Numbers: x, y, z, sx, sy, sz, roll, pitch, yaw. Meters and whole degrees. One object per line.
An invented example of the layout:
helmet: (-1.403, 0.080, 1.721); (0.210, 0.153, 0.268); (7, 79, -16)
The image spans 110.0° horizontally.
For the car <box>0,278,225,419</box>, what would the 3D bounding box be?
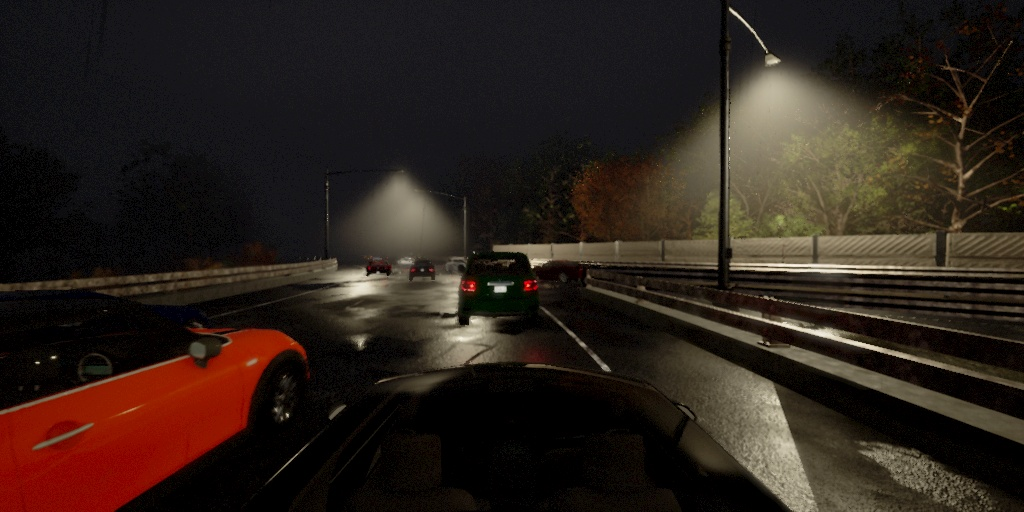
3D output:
car: (-7.121, 1.235, 5.482); (1.812, 1.442, 4.674); (0, 1, -2)

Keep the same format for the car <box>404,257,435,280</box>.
car: (-6.897, 1.023, 27.547); (2.033, 1.411, 5.357); (0, 1, -14)

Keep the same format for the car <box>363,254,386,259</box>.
car: (-18.649, 0.813, 48.785); (1.994, 1.385, 4.181); (0, 1, -26)

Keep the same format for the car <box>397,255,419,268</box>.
car: (-13.854, 0.869, 47.034); (1.895, 1.301, 4.718); (0, 1, -25)

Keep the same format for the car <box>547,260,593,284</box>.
car: (3.126, 1.006, 24.185); (1.882, 1.535, 5.008); (-1, 1, -37)

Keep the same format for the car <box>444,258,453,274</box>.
car: (-5.393, 0.924, 34.814); (1.812, 1.442, 4.674); (0, 1, -17)

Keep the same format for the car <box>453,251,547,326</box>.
car: (-0.537, 0.870, 11.440); (2.150, 2.045, 5.566); (0, 1, -5)

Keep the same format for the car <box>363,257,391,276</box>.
car: (-11.696, 1.032, 31.683); (1.895, 1.301, 4.718); (0, 1, -17)

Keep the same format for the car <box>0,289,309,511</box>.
car: (-3.564, 1.092, 2.594); (2.097, 1.767, 4.553); (0, 1, 0)

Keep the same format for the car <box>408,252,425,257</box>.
car: (-15.623, 0.375, 57.825); (2.150, 2.045, 5.566); (0, 1, -30)
